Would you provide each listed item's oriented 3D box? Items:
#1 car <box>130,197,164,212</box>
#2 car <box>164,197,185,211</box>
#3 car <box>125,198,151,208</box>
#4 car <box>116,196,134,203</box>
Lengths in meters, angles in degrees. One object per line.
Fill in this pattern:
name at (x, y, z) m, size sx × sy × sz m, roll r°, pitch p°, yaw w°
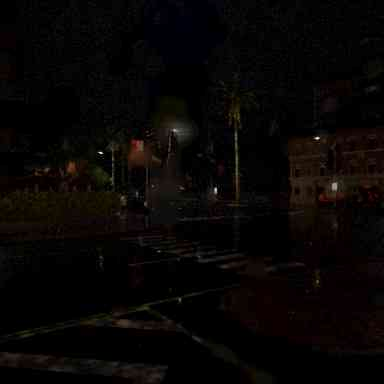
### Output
car at (-5.563, 1.352, 38.869) m, size 2.097 × 1.767 × 4.553 m, roll 0°, pitch 0°, yaw -35°
car at (-2.729, 1.352, 40.929) m, size 2.097 × 1.767 × 4.553 m, roll 0°, pitch 0°, yaw -35°
car at (-7.898, 1.601, 48.287) m, size 1.895 × 1.301 × 4.718 m, roll 0°, pitch 0°, yaw -35°
car at (-13.861, 1.522, 68.716) m, size 1.812 × 1.442 × 4.674 m, roll 0°, pitch 0°, yaw -39°
